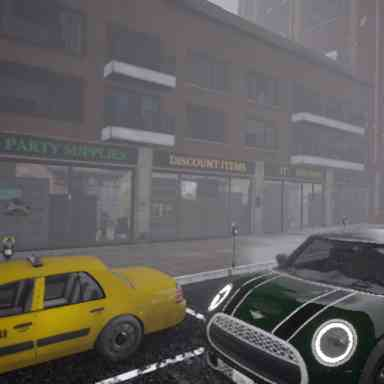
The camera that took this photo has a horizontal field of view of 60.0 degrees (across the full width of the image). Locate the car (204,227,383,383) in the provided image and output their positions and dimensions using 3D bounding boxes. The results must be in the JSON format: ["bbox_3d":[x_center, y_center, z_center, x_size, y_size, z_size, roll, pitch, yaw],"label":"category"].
[{"bbox_3d":[2.359,1.363,4.736,4.553,1.767,2.097,0,0,-35],"label":"car"}]

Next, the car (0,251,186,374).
[{"bbox_3d":[-2.370,1.527,4.384,4.829,1.417,1.752,0,2,-35],"label":"car"}]
